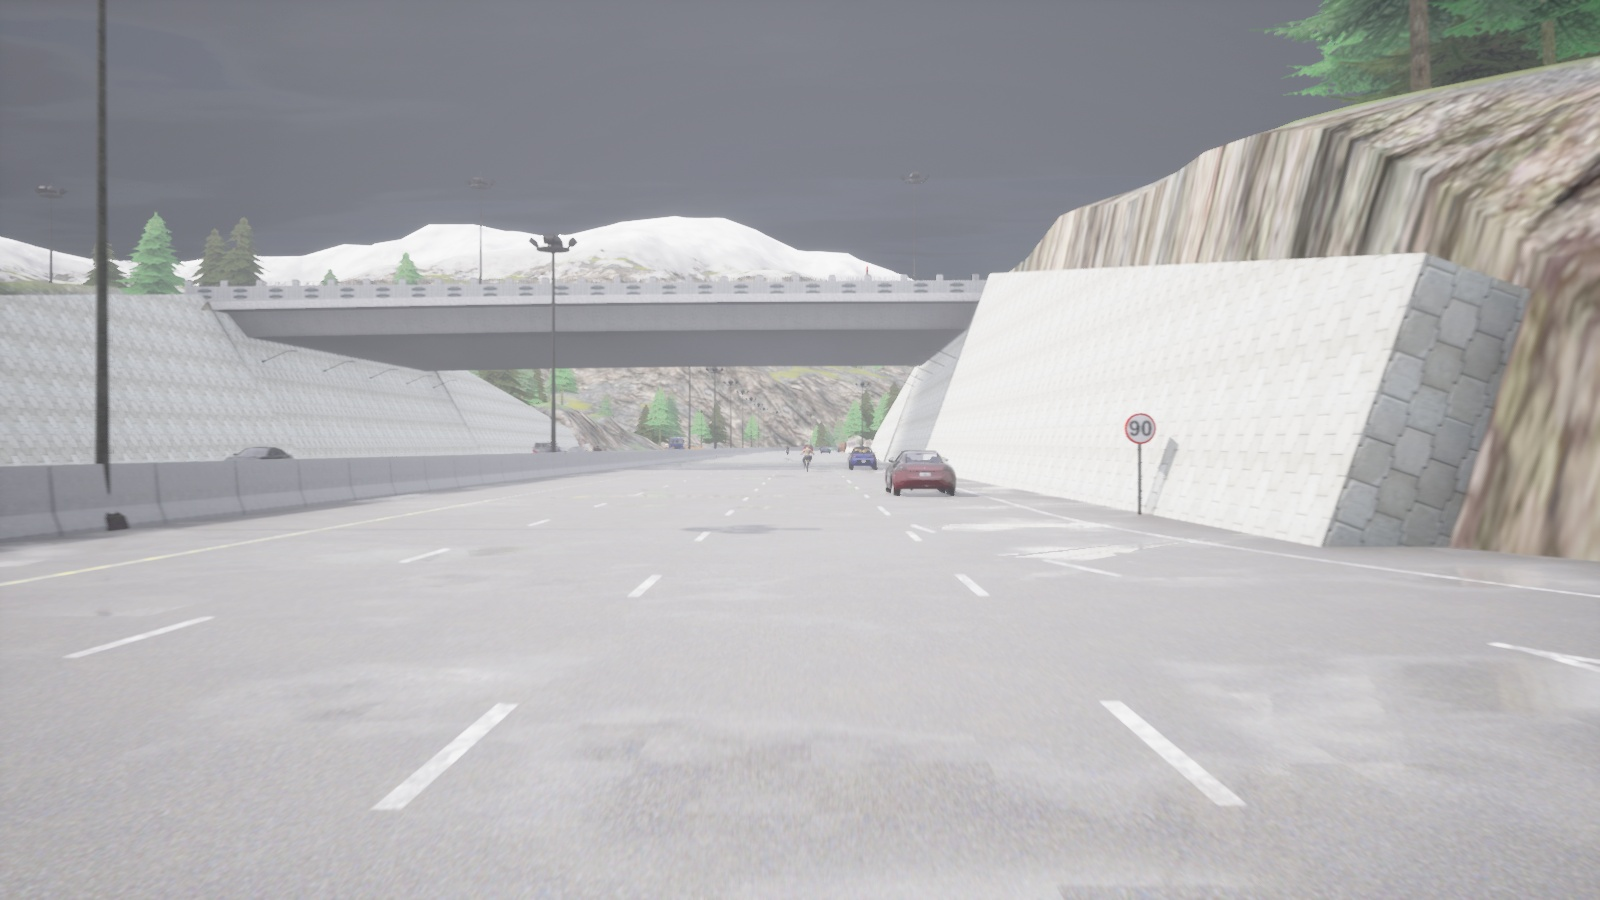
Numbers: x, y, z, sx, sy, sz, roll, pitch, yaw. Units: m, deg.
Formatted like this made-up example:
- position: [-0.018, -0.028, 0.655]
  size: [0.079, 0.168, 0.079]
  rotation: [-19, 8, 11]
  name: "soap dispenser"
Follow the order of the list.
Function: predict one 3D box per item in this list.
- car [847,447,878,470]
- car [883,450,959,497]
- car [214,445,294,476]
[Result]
- position: [3.977, 0.518, 80.504]
  size: [1.816, 1.474, 4.193]
  rotation: [0, 0, 0]
  name: "car"
- position: [3.742, 0.693, 39.518]
  size: [1.994, 1.385, 4.181]
  rotation: [0, 0, 0]
  name: "car"
- position: [-27.620, 0.507, 63.736]
  size: [1.882, 1.535, 5.008]
  rotation: [0, 0, 0]
  name: "car"
